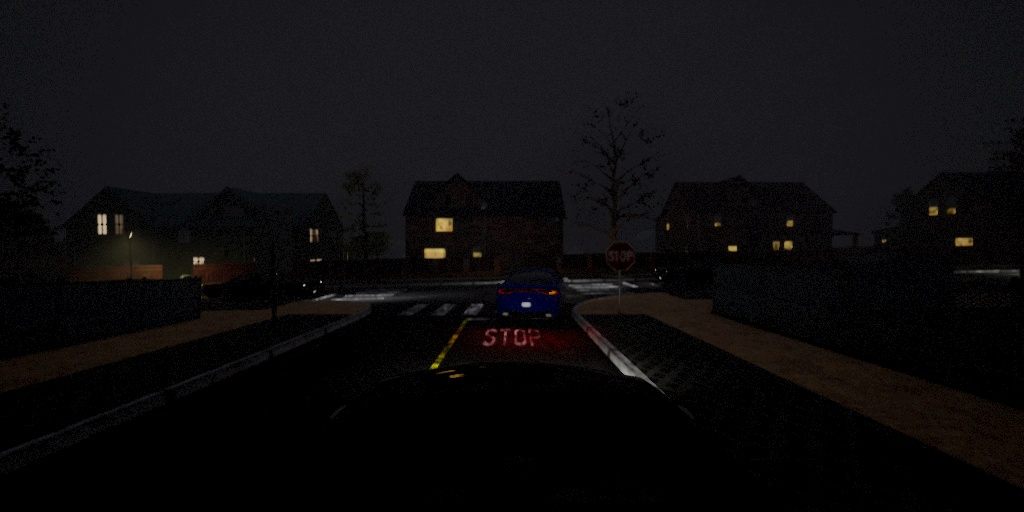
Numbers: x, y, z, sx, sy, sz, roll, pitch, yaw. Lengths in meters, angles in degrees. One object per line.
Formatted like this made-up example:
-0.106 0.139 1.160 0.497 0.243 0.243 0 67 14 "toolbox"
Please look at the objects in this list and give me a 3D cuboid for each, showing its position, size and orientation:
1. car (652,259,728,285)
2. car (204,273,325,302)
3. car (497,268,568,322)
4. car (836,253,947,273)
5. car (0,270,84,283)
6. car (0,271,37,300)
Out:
10.443 0.851 20.012 4.718 1.301 1.895 -1 1 -1 "car"
-11.641 1.445 17.124 4.718 1.301 1.895 -1 1 0 "car"
0.806 1.125 11.899 1.882 1.535 5.008 0 0 10 "car"
21.064 0.546 20.030 5.357 1.411 2.033 -1 1 0 "car"
-23.019 1.466 17.138 4.553 1.767 2.097 -1 1 0 "car"
-30.347 1.719 20.102 4.892 1.490 1.837 -1 1 0 "car"
